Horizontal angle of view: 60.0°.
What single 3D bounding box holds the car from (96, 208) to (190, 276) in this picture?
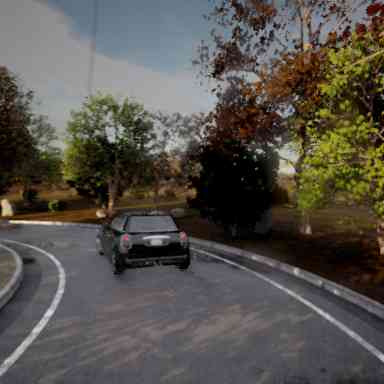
[{"bbox_3d":[-1.742,1.331,10.681,2.097,1.767,4.553,0,0,-23],"label":"car"}]
